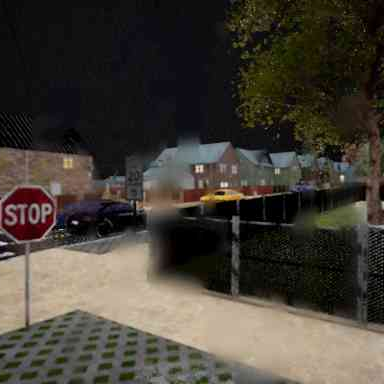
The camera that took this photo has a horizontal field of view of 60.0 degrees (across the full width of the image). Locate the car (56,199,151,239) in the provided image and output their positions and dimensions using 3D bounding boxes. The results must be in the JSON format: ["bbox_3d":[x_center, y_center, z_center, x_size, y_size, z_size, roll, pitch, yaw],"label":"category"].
[{"bbox_3d":[-3.472,1.118,14.876,1.994,1.385,4.181,-1,2,37],"label":"car"}]

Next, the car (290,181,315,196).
[{"bbox_3d":[15.188,-0.461,45.279,2.150,2.045,5.566,-1,1,36],"label":"car"}]

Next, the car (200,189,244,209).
[{"bbox_3d":[2.580,0.542,28.067,1.882,1.535,5.008,-1,2,36],"label":"car"}]

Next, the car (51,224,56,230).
[{"bbox_3d":[-5.300,1.094,17.215,2.033,1.411,5.357,-1,2,36],"label":"car"}]
